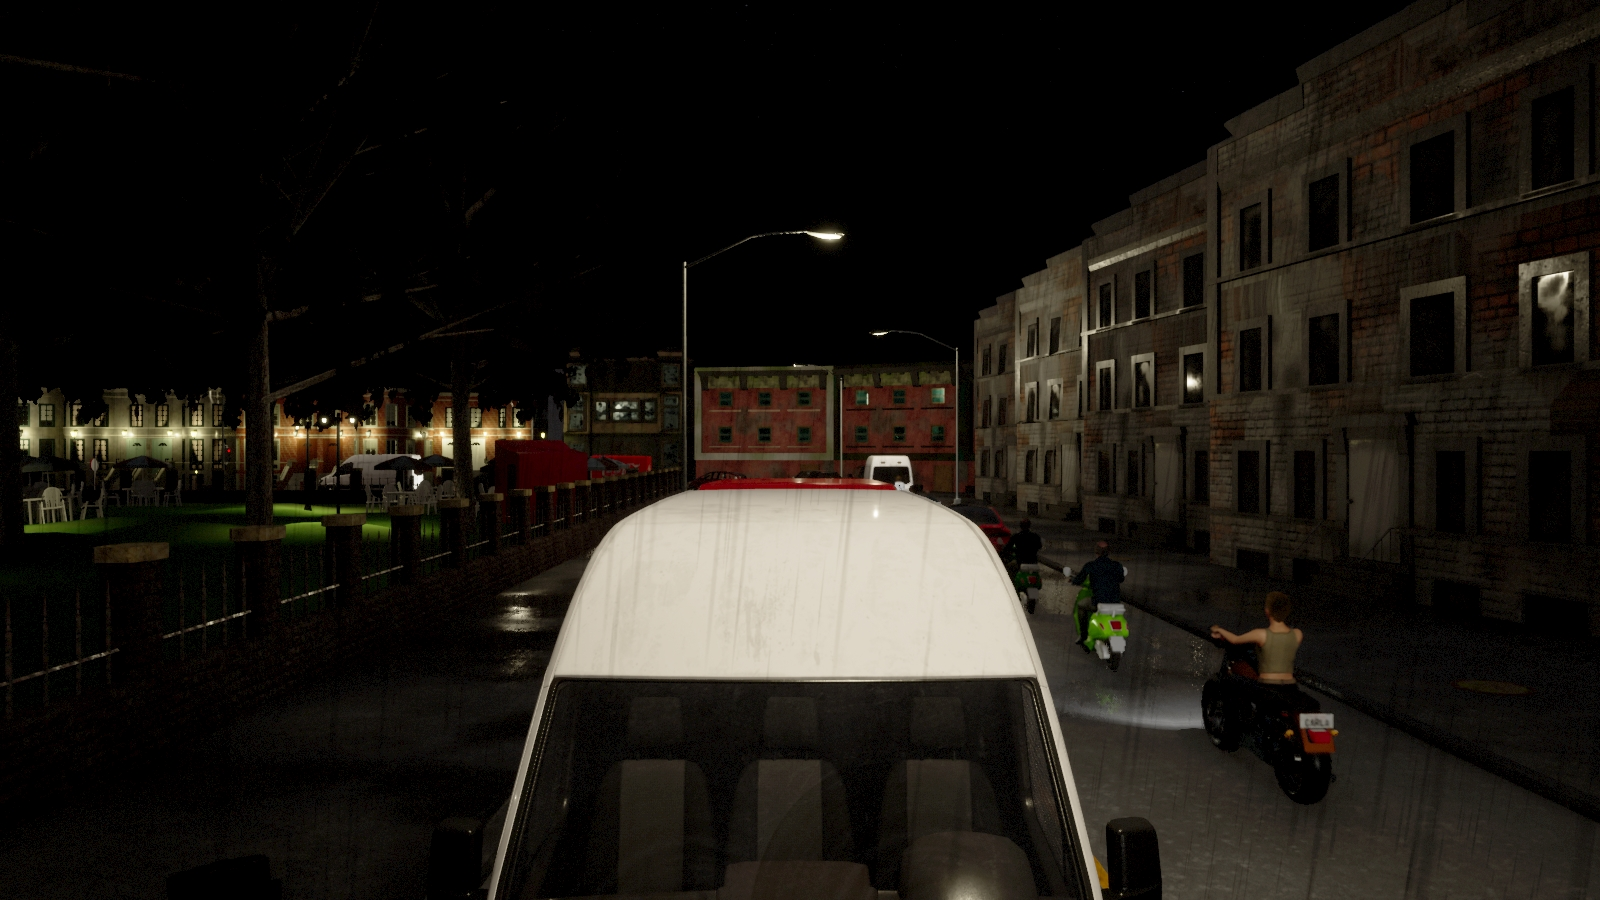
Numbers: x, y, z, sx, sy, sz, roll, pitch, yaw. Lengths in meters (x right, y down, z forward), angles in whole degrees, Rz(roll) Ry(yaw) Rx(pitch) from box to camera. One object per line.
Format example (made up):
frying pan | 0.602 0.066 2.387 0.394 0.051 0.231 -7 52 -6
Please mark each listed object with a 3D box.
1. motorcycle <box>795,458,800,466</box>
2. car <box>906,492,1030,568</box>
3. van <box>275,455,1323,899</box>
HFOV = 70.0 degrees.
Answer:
motorcycle | -0.384 1.962 183.190 0.856 1.236 1.805 0 0 0
car | 3.918 1.841 27.534 2.231 1.480 4.892 0 0 0
van | -0.006 1.314 5.127 1.988 2.561 5.915 0 0 0
